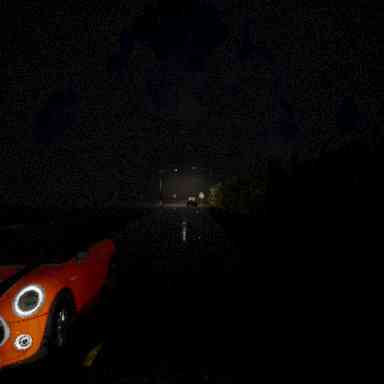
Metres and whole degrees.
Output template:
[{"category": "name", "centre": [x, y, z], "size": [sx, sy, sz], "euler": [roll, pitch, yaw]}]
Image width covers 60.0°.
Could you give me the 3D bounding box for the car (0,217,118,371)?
[{"category": "car", "centre": [-2.814, 1.357, 6.038], "size": [2.097, 1.767, 4.553], "euler": [0, 0, 0]}]

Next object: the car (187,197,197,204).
[{"category": "car", "centre": [0.024, 1.820, 69.815], "size": [2.033, 1.411, 5.357], "euler": [0, -1, 0]}]

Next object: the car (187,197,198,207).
[{"category": "car", "centre": [0.019, 1.941, 59.819], "size": [1.994, 1.385, 4.181], "euler": [0, -1, 0]}]
